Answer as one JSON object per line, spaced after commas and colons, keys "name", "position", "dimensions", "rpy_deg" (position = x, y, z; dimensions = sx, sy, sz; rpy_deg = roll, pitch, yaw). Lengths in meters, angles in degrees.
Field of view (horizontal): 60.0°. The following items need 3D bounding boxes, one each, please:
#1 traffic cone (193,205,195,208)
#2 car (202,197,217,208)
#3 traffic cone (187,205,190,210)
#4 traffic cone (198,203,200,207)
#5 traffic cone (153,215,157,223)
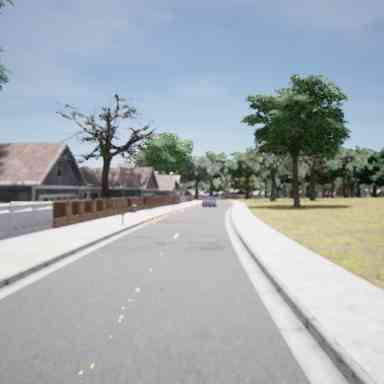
{"name": "traffic cone", "position": [0.321, 2.087, 49.763], "dimensions": [0.340, 0.580, 0.340], "rpy_deg": [0, 0, 9]}
{"name": "car", "position": [2.768, 1.504, 52.833], "dimensions": [2.097, 1.767, 4.553], "rpy_deg": [0, 0, 8]}
{"name": "traffic cone", "position": [-0.463, 2.070, 44.788], "dimensions": [0.340, 0.580, 0.340], "rpy_deg": [0, 0, 8]}
{"name": "traffic cone", "position": [1.086, 2.109, 54.665], "dimensions": [0.340, 0.580, 0.340], "rpy_deg": [0, 0, 8]}
{"name": "traffic cone", "position": [-2.788, 2.016, 24.764], "dimensions": [0.340, 0.580, 0.340], "rpy_deg": [0, 0, 5]}
